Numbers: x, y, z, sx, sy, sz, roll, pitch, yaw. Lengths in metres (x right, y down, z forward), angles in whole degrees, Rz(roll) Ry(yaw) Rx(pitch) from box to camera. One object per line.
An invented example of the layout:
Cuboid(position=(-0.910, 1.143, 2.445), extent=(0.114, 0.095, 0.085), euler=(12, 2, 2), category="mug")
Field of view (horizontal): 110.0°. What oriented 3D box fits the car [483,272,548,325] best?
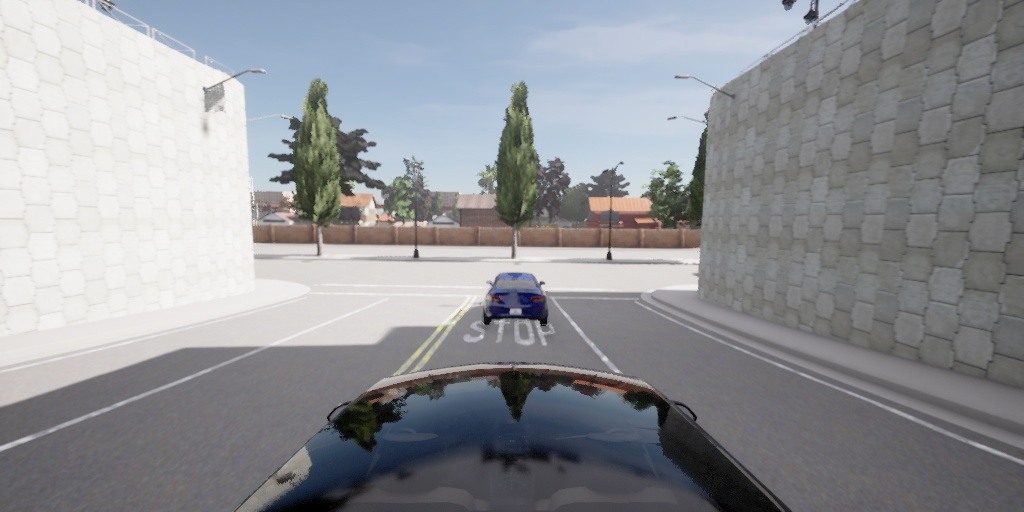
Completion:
Cuboid(position=(0.113, 1.234, 11.589), extent=(1.812, 1.442, 4.674), euler=(1, 1, 0), category="car")
